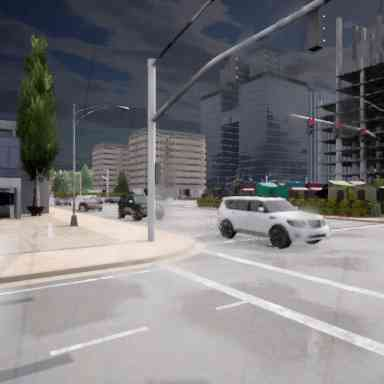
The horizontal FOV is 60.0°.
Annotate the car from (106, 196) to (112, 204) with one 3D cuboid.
[{"bbox_3d":[-15.331,1.550,64.132,2.033,1.411,5.357,0,0,-34],"label":"car"}]

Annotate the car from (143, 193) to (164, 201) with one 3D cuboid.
[{"bbox_3d":[-9.385,1.157,81.085,4.605,1.855,1.932,0,0,-34],"label":"car"}]

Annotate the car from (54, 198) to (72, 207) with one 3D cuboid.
[{"bbox_3d":[-20.187,1.609,52.048,1.895,1.301,4.718,0,0,-33],"label":"car"}]

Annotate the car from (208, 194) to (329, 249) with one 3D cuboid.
[{"bbox_3d":[3.357,1.224,15.154,2.150,2.045,5.566,0,0,-33],"label":"car"}]

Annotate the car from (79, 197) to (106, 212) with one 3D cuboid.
[{"bbox_3d":[-11.966,1.527,39.049,1.812,1.442,4.674,0,0,-32],"label":"car"}]

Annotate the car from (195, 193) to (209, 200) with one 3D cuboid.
[{"bbox_3d":[3.239,1.160,62.439,3.866,1.878,1.905,0,0,-34],"label":"car"}]

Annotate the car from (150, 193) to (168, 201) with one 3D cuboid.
[{"bbox_3d":[-7.806,1.160,78.659,3.866,1.878,1.905,0,0,-34],"label":"car"}]

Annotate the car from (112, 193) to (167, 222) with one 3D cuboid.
[{"bbox_3d":[-4.277,1.222,27.053,2.150,2.045,5.566,0,0,-33],"label":"car"}]

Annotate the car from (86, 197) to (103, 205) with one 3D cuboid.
[{"bbox_3d":[-18.288,1.566,62.234,1.994,1.385,4.181,0,0,-33],"label":"car"}]
